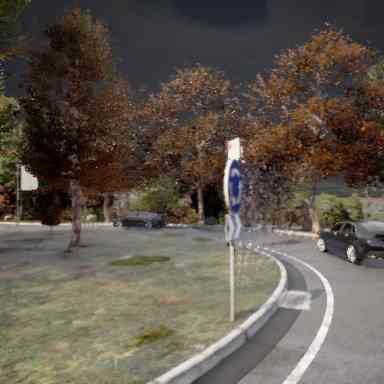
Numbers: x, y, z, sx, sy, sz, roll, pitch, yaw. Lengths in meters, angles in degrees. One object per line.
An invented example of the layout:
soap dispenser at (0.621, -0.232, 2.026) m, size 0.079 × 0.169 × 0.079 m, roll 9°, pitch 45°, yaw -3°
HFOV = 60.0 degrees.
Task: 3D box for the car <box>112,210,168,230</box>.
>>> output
car at (-4.403, 2.334, 28.097) m, size 4.892 × 1.490 × 1.837 m, roll -1°, pitch -3°, yaw 23°

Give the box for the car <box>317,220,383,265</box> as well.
car at (6.520, 1.861, 13.050) m, size 1.837 × 1.490 × 4.892 m, roll 1°, pitch -3°, yaw 1°
